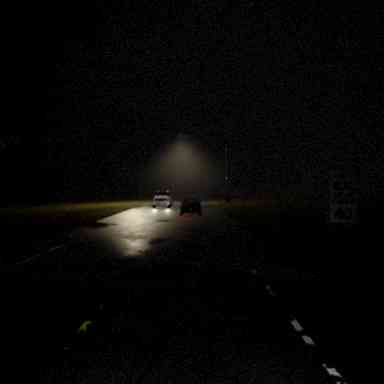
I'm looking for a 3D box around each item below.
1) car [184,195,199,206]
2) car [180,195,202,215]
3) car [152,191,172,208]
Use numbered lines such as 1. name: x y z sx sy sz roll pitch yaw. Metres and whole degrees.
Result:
1. car: -0.124 1.166 46.465 1.994 1.385 4.181 0 1 0
2. car: -0.093 1.275 30.741 1.882 1.535 5.008 0 1 0
3. car: -3.685 0.871 42.207 2.150 2.045 5.566 0 1 0
